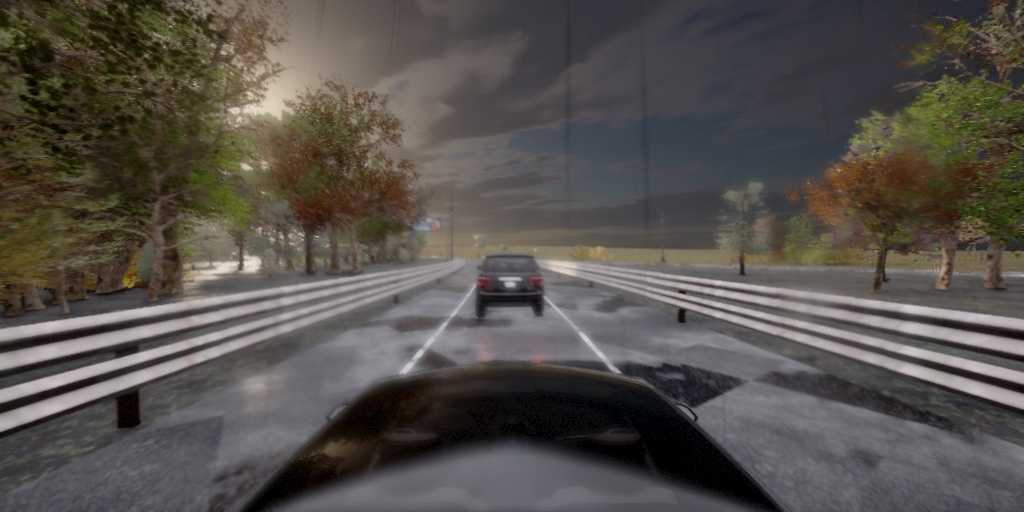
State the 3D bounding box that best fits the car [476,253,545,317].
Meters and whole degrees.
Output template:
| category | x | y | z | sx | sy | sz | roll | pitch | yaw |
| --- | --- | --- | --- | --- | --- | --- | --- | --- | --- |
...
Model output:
| category | x | y | z | sx | sy | sz | roll | pitch | yaw |
| --- | --- | --- | --- | --- | --- | --- | --- | --- | --- |
| car | -0.104 | 0.910 | 13.078 | 2.150 | 2.045 | 5.566 | 0 | 0 | -1 |
